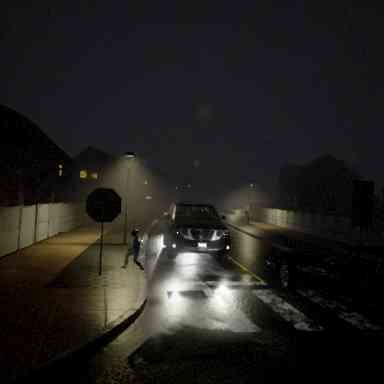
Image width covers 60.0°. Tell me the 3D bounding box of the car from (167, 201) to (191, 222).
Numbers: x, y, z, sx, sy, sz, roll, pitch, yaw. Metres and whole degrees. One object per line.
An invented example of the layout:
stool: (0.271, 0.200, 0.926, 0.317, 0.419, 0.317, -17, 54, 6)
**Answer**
car: (-1.253, 1.913, 33.714, 2.097, 1.767, 4.553, 3, -1, 1)

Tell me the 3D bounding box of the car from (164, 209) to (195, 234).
car: (-0.946, 1.985, 23.398, 1.895, 1.301, 4.718, 3, -1, -3)

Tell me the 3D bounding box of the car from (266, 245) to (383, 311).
car: (3.992, 1.891, 7.659, 1.895, 1.301, 4.718, 3, -1, -34)

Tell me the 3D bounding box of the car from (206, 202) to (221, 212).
car: (3.968, 2.697, 60.483, 2.033, 1.411, 5.357, 3, -1, 9)

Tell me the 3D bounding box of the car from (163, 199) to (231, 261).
car: (0.015, 1.444, 13.725, 2.150, 2.045, 5.566, 3, -1, -7)

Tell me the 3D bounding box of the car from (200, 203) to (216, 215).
car: (2.485, 2.512, 50.022, 2.033, 1.411, 5.357, 3, -1, 6)

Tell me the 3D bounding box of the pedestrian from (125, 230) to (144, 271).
pedestrian: (-1.503, 1.186, 9.017, 0.375, 1.860, 0.375, 2, -1, -9)

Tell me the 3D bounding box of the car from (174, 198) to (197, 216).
car: (-0.831, 1.963, 45.215, 2.150, 2.045, 5.566, 3, -1, 8)
